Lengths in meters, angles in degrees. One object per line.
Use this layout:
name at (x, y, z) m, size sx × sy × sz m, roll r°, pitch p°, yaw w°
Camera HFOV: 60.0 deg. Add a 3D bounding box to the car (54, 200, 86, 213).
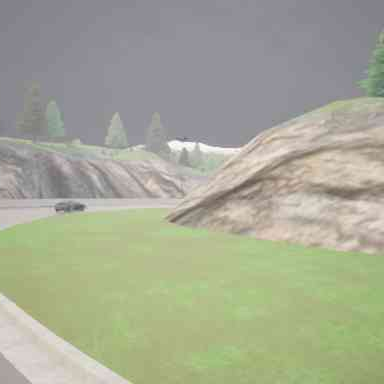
car at (-14.700, 1.733, 40.494) m, size 2.128 × 1.511 × 4.902 m, roll 0°, pitch 0°, yaw 11°
